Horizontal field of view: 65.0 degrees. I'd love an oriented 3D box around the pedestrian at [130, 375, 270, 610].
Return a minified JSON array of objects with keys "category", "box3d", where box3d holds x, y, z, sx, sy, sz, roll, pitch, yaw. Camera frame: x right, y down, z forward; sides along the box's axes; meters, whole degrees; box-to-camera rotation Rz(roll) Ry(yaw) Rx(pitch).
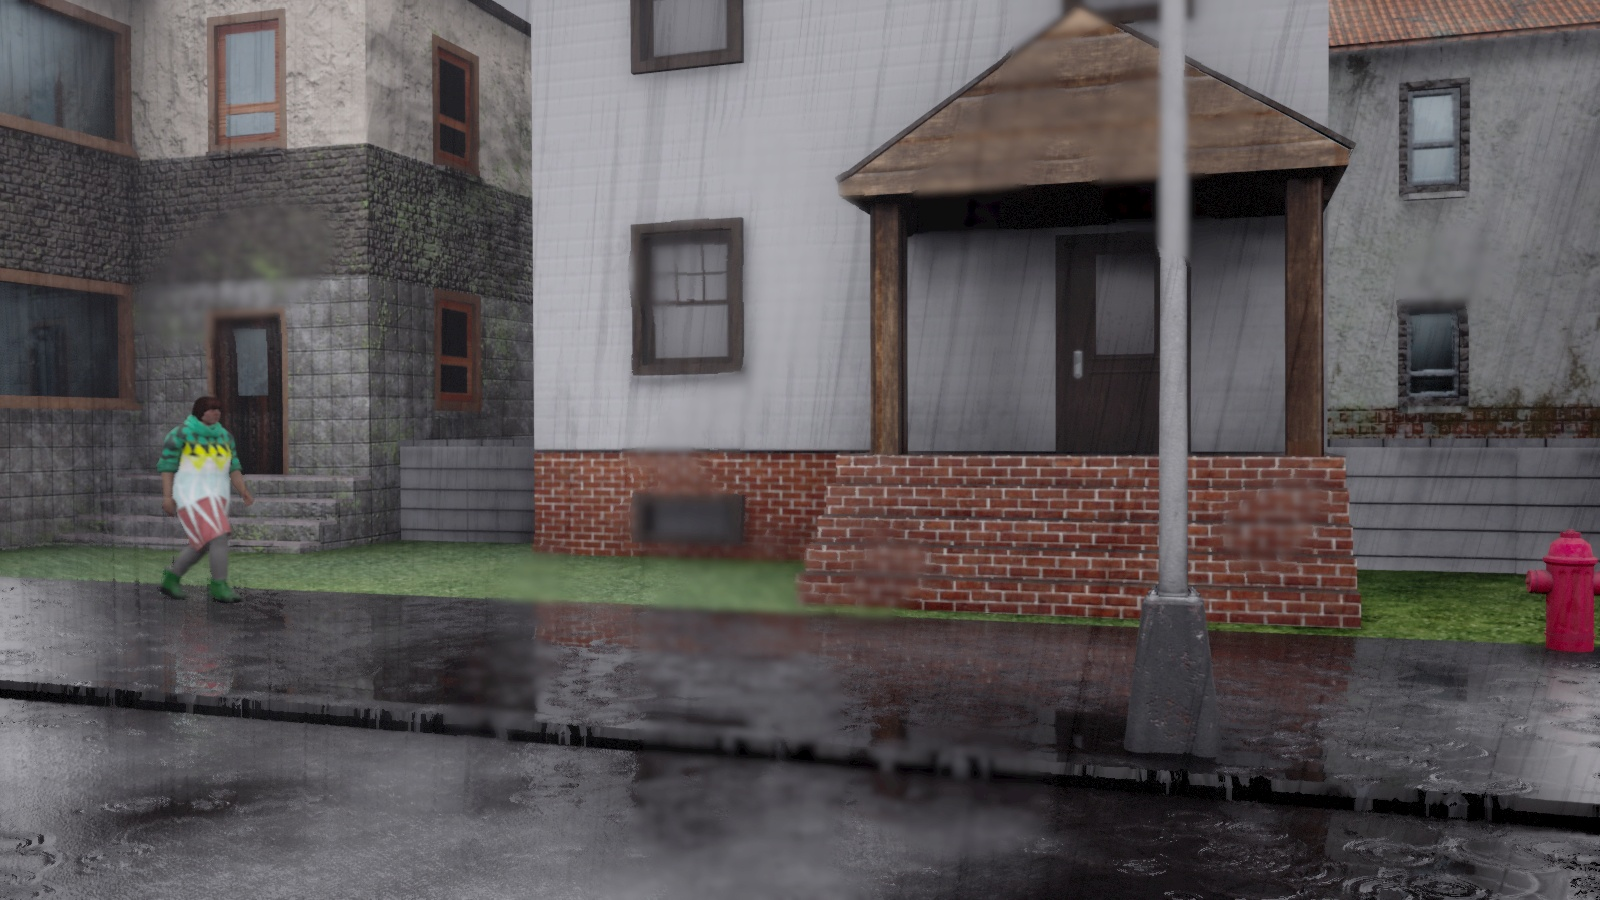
[{"category":"pedestrian","box3d":[-5.187,0.343,10.877,0.873,1.952,0.659,1,1,19]}]
